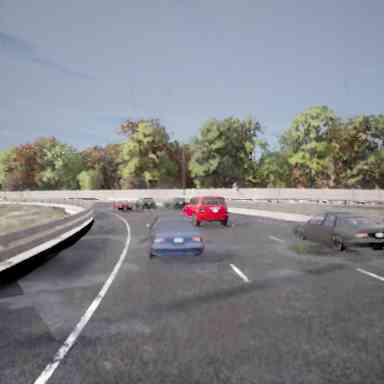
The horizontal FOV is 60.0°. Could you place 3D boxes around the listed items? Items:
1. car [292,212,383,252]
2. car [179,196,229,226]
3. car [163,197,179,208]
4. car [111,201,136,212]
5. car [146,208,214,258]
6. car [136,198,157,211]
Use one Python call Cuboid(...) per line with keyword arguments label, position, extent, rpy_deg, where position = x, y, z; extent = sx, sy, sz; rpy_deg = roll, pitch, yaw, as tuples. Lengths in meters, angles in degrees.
Cuboid(label="car", position=(6.148, 1.546, 13.994), extent=(2.033, 1.411, 5.357), rpy_deg=(0, 0, -8))
Cuboid(label="car", position=(0.873, 1.286, 23.606), extent=(2.150, 2.045, 5.566), rpy_deg=(0, 0, -13))
Cuboid(label="car", position=(-2.315, 1.502, 44.376), extent=(2.097, 1.767, 4.553), rpy_deg=(0, 0, -23))
Cuboid(label="car", position=(-9.071, 1.794, 42.627), extent=(1.895, 1.301, 4.718), rpy_deg=(0, 0, -24))
Cuboid(label="car", position=(-0.779, 1.593, 13.058), extent=(2.033, 1.411, 5.357), rpy_deg=(0, 0, -8))
Cuboid(label="car", position=(-6.388, 1.533, 44.973), extent=(2.097, 1.767, 4.553), rpy_deg=(0, 0, -24))
